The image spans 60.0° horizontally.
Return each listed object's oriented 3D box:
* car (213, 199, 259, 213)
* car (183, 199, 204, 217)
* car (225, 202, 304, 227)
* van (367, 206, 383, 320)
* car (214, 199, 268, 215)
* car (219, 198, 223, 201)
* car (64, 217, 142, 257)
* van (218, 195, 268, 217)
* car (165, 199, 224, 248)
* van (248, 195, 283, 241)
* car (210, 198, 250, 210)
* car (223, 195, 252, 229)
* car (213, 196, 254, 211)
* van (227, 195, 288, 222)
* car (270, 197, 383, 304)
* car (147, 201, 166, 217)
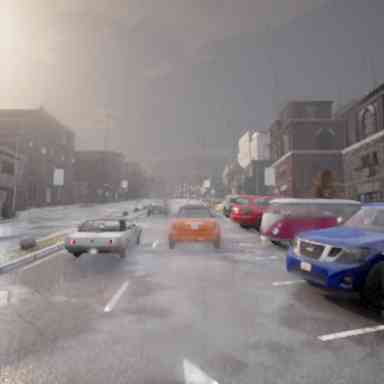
[{"bbox_3d":[5.098,1.565,38.415,4.792,1.488,2.163,1,0,-20],"label":"car"},{"bbox_3d":[0.143,1.518,32.331,1.882,1.535,5.008,0,0,0],"label":"car"},{"bbox_3d":[5.039,1.517,23.167,4.892,1.521,2.231,1,0,-20],"label":"car"},{"bbox_3d":[5.125,1.269,4.936,4.442,1.987,1.878,1,0,-20],"label":"van"},{"bbox_3d":[5.240,1.530,35.420,5.366,1.575,1.946,1,0,-20],"label":"car"},{"bbox_3d":[5.026,1.397,29.253,4.553,1.767,2.185,1,0,-20],"label":"car"},{"bbox_3d":[-3.155,1.616,12.903,1.895,1.301,4.718,0,0,0],"label":"car"},{"bbox_3d":[4.955,1.300,32.261,4.442,1.987,1.878,1,0,-20],"label":"van"},{"bbox_3d":[0.107,1.371,15.121,2.097,1.767,4.553,0,0,0],"label":"car"},{"bbox_3d":[4.923,1.277,13.987,4.442,1.987,1.878,1,0,-20],"label":"van"},{"bbox_3d":[5.054,1.547,44.501,4.892,1.521,2.231,1,0,-20],"label":"car"},{"bbox_3d":[5.068,1.261,20.136,5.566,2.045,2.435,1,0,-20],"label":"car"},{"bbox_3d":[5.103,1.415,41.459,4.553,1.767,2.185,1,0,-20],"label":"car"},{"bbox_3d":[5.160,1.295,26.258,4.442,1.987,1.878,1,0,-20],"label":"van"},{"bbox_3d":[4.997,1.245,7.924,5.566,2.045,2.435,1,0,-20],"label":"car"},{"bbox_3d":[-3.110,1.564,31.540,1.812,1.442,4.674,0,0,0],"label":"car"}]
